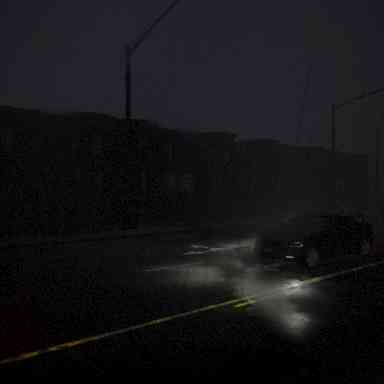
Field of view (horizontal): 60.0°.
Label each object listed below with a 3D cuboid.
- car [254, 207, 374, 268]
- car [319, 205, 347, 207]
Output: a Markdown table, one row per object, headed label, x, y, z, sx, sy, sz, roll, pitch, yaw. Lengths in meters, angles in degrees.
| label | x | y | z | sx | sy | sz | roll | pitch | yaw |
| --- | --- | --- | --- | --- | --- | --- | --- | --- | --- |
| car | 4.298 | 1.477 | 11.451 | 5.008 | 1.535 | 1.882 | 0 | 0 | -36 |
| car | 7.502 | 1.491 | 18.097 | 4.902 | 1.511 | 2.128 | 0 | 0 | -36 |
